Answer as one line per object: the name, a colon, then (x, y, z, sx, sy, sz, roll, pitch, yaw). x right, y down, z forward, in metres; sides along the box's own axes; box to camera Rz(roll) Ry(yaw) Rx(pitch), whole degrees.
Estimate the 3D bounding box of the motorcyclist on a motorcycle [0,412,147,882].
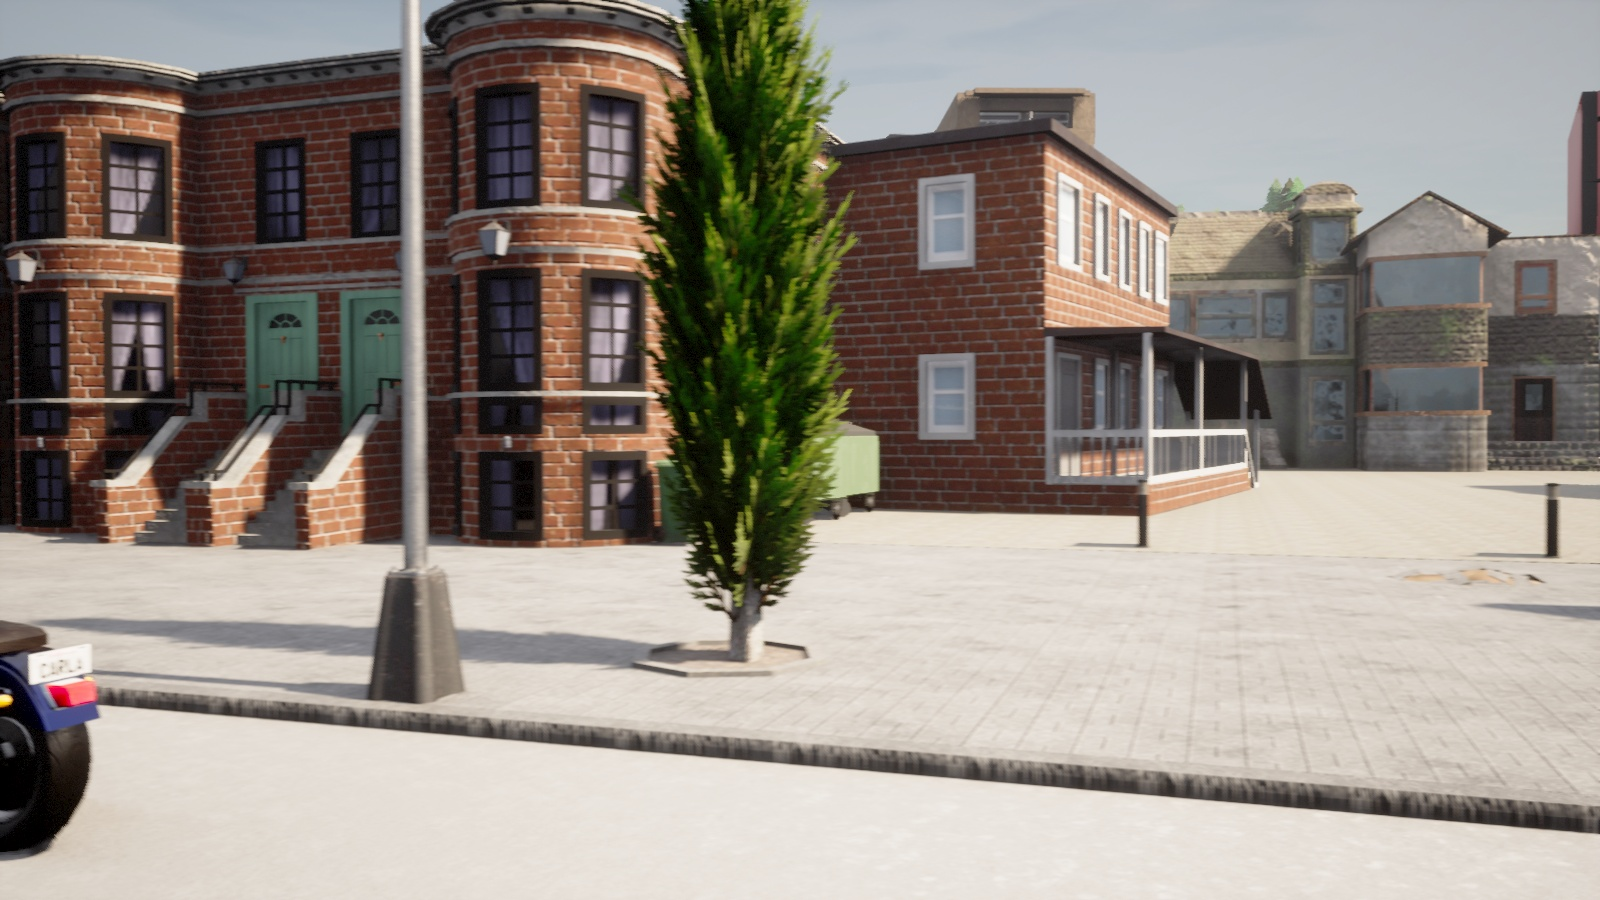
motorcyclist on a motorcycle: (-3.839, 0.682, 5.010, 2.350, 1.649, 0.766, 0, 1, 19)
